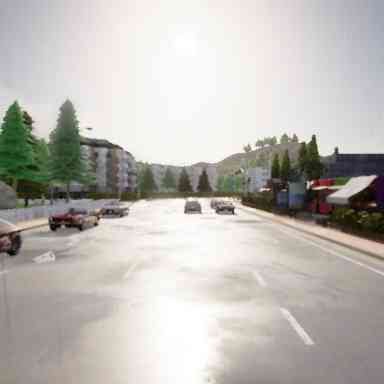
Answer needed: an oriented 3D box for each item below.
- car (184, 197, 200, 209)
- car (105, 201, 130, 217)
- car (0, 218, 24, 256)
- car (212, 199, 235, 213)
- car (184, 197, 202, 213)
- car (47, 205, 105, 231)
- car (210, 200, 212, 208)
[{"bbox_3d":[0.006,1.484,47.244,2.128,1.511,4.902,0,0,0],"label":"car"},{"bbox_3d":[-7.062,1.558,30.778,1.994,1.385,4.181,0,0,0],"label":"car"},{"bbox_3d":[-7.101,1.524,10.501,1.812,1.442,4.674,0,0,0],"label":"car"},{"bbox_3d":[3.494,1.594,36.129,1.895,1.301,4.718,0,0,0],"label":"car"},{"bbox_3d":[0.092,1.557,37.034,1.994,1.385,4.181,0,0,0],"label":"car"},{"bbox_3d":[-7.086,1.597,20.536,1.895,1.301,4.718,0,0,0],"label":"car"},{"bbox_3d":[3.510,1.592,47.095,1.895,1.301,4.718,0,0,0],"label":"car"}]
